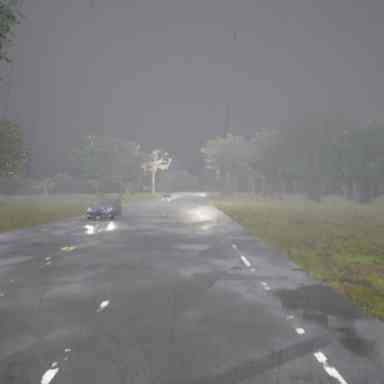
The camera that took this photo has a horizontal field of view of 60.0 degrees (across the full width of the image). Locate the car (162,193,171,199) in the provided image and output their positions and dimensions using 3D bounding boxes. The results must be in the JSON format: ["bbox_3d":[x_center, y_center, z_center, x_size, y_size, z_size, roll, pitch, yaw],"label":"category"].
[{"bbox_3d":[-6.369,0.978,83.917,1.895,1.301,4.718,0,2,2],"label":"car"}]

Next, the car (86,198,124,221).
[{"bbox_3d":[-7.005,1.326,27.085,2.097,1.767,4.553,0,0,0],"label":"car"}]
